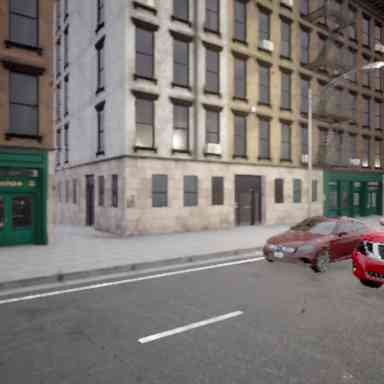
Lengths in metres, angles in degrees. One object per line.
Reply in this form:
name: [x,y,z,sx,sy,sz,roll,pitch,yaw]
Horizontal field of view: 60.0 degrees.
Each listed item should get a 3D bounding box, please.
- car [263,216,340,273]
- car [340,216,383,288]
car: [4.354,1.521,10.778,4.674,1.442,1.812,0,0,-35]
car: [6.231,1.218,8.123,5.566,2.045,2.150,0,0,-35]
